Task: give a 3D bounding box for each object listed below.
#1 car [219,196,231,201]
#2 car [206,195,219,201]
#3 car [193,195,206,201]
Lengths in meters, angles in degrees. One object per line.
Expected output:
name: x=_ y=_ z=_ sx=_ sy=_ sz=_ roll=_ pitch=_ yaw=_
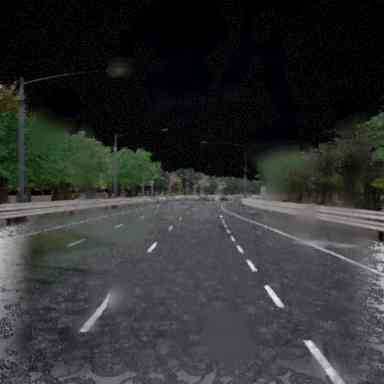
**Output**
car: x=9.003 y=1.765 z=92.594 sx=1.837 sy=1.490 sz=4.892 roll=0 pitch=0 yaw=12
car: x=5.314 y=1.763 z=91.975 sx=2.128 sy=1.511 sz=4.902 roll=0 pitch=0 yaw=11
car: x=1.631 y=1.750 z=91.354 sx=2.033 sy=1.411 sz=5.357 roll=0 pitch=0 yaw=11
